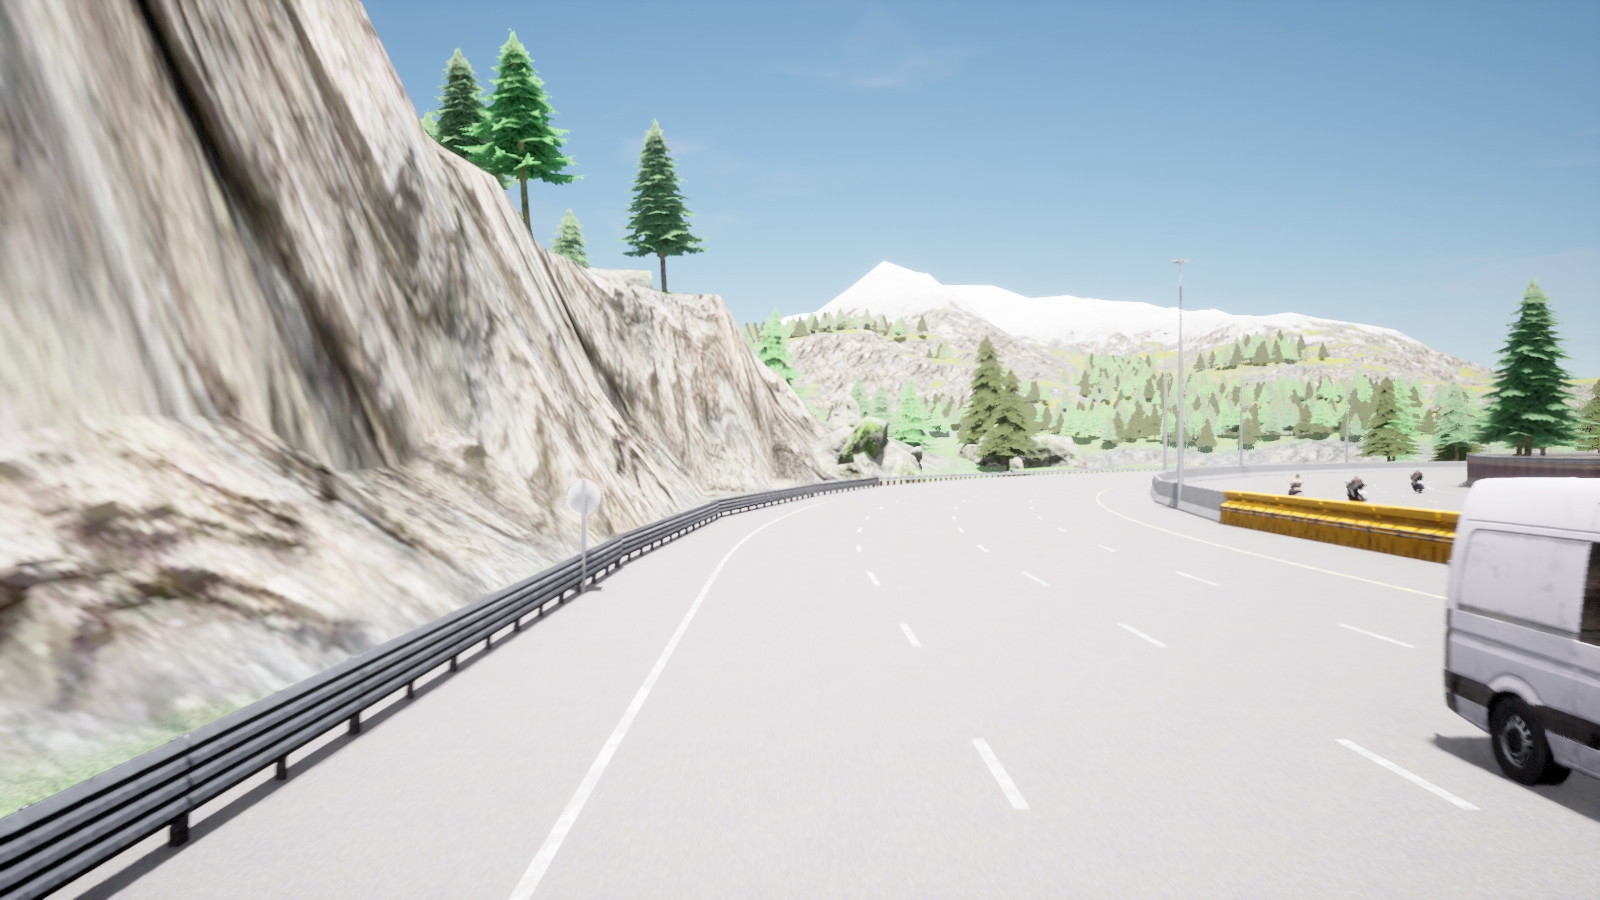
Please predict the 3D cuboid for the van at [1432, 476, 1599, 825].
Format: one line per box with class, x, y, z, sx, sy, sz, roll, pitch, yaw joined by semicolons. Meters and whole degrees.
van;6.994;1.528;7.862;1.988;2.561;5.915;0;0;0
